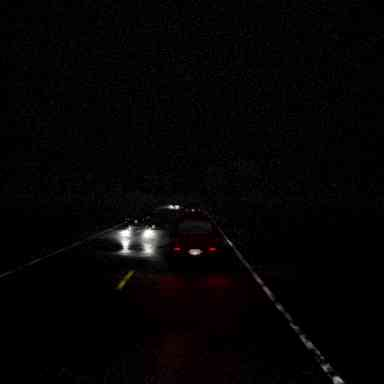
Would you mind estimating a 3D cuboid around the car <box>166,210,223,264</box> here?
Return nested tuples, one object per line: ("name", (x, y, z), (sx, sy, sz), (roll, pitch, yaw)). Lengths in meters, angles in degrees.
("car", (0.094, 1.609, 12.103), (1.812, 1.442, 4.674), (0, 0, 0))

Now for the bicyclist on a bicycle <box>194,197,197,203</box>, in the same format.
("bicyclist on a bicycle", (0.962, 2.078, 90.230), (0.866, 1.612, 1.509), (0, 0, 0))

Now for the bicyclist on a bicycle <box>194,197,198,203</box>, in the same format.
("bicyclist on a bicycle", (0.961, 2.012, 81.230), (0.866, 1.612, 1.509), (0, 0, 0))

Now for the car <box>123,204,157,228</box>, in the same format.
("car", (-3.600, 1.668, 23.753), (1.837, 1.490, 4.892), (0, 0, 0))

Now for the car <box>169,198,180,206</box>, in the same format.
("car", (-3.507, 1.972, 66.688), (2.128, 1.511, 4.902), (0, 0, 0))

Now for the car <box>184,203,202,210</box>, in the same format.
("car", (0.101, 1.780, 33.652), (2.033, 1.411, 5.357), (0, 0, 0))
